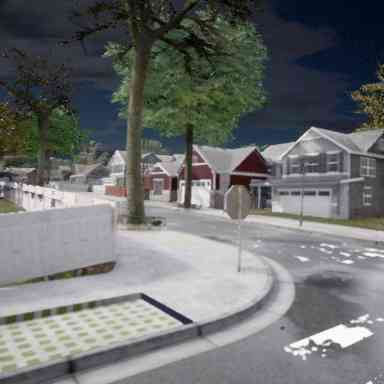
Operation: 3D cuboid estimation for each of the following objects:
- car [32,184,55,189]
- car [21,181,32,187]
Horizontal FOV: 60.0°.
[{"bbox_3d":[-20.070,-0.338,45.693,2.033,1.411,5.357,2,1,-35],"label":"car"},{"bbox_3d":[-37.613,-1.727,75.812,1.837,1.490,4.892,2,1,-35],"label":"car"}]
